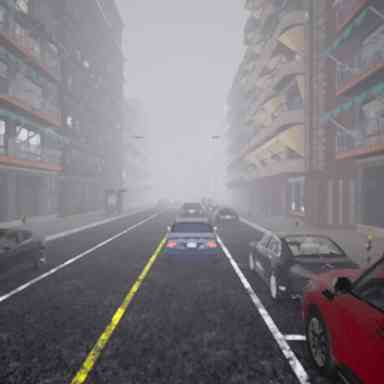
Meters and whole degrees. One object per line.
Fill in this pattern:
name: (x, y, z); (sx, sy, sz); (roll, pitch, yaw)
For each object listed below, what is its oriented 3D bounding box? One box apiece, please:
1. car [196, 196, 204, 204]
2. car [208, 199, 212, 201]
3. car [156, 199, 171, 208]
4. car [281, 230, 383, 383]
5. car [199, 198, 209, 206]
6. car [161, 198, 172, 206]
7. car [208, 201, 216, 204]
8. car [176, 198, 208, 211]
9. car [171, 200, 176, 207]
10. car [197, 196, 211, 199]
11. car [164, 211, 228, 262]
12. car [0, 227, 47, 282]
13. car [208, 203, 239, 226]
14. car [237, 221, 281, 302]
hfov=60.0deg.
car: (2.203, 2.121, 91.934); (2.150, 2.045, 5.566); (0, -1, 0)
car: (2.493, 1.953, 42.267); (2.008, 1.369, 4.403); (-1, -1, 0)
car: (-5.368, 2.010, 59.488); (1.967, 1.590, 4.097); (-1, -1, 0)
car: (2.519, 1.341, 2.620); (2.192, 1.841, 5.009); (-1, -1, 0)
car: (2.508, 2.120, 70.588); (1.967, 1.590, 4.097); (-1, -1, 0)
car: (-5.377, 2.122, 70.791); (1.967, 1.590, 4.097); (-1, -1, 0)
car: (2.501, 1.838, 30.938); (1.887, 1.381, 4.507); (-1, -1, 0)
car: (0.003, 1.620, 28.425); (2.097, 1.767, 4.553); (0, -1, 0)
car: (-2.807, 2.173, 65.340); (2.033, 1.411, 5.357); (0, -1, 0)
car: (2.499, 1.883, 59.261); (2.192, 1.841, 5.009); (-1, -1, 0)
car: (0.001, 1.665, 12.512); (2.033, 1.411, 5.357); (0, -1, 0)
car: (-5.330, 1.647, 8.629); (1.947, 1.339, 4.313); (-1, -1, 0)
car: (2.505, 1.805, 25.274); (1.947, 1.339, 4.313); (-1, -1, 0)
car: (2.517, 1.629, 8.282); (2.008, 1.369, 4.403); (-1, -1, 0)
